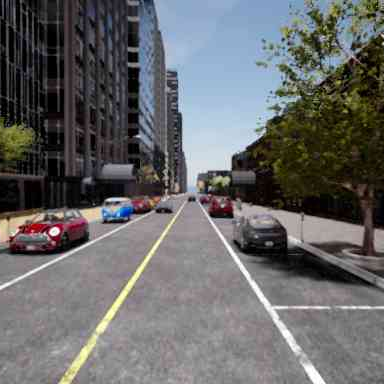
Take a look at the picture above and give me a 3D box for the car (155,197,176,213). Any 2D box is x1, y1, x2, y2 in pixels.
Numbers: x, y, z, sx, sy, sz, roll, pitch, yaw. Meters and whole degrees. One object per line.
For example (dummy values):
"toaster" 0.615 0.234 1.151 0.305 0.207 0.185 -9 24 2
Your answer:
"car" -3.010 1.611 37.507 2.033 1.411 5.357 0 0 0

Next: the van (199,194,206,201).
"van" 2.652 1.413 86.447 1.690 1.788 3.998 -1 0 0

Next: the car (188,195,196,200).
"car" -0.024 1.441 86.913 2.033 1.411 5.357 0 0 0

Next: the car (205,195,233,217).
"car" 2.667 1.341 31.103 2.192 1.841 5.009 -1 0 0

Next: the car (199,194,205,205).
"car" 2.659 1.364 58.776 2.192 1.841 5.009 -1 0 0

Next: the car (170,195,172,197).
"car" -5.721 1.585 69.683 1.752 1.417 4.829 -1 0 0

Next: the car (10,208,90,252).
"car" -5.718 1.454 13.778 1.967 1.590 4.097 -1 0 0

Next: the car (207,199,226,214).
"car" 2.669 1.556 36.807 1.752 1.417 4.829 -1 0 0

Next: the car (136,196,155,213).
"car" -5.715 1.348 36.645 2.192 1.841 5.009 -1 0 0

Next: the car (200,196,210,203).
"car" 2.660 1.624 69.844 1.947 1.339 4.313 -1 0 0

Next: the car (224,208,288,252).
"car" 2.687 1.563 13.763 2.008 1.369 4.403 -1 0 0

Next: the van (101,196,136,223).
"van" -5.712 1.365 25.575 1.690 1.788 3.998 -1 0 0

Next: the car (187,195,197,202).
"car" -0.021 1.550 76.628 1.837 1.490 4.892 0 0 0

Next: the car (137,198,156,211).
"car" -5.713 1.563 42.010 1.752 1.417 4.829 -1 0 0
